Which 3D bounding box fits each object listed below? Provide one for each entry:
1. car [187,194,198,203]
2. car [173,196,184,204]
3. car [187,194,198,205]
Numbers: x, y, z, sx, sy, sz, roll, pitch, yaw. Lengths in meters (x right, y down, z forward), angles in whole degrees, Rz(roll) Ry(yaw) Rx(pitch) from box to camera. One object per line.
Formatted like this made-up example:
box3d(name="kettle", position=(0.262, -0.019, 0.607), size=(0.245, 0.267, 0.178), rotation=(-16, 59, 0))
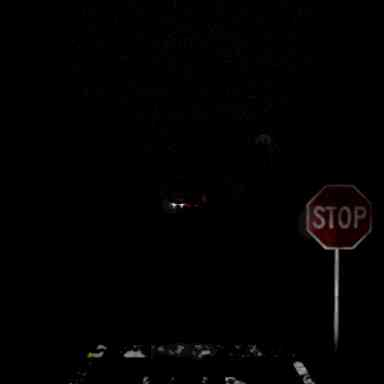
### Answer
box3d(name="car", position=(0.111, 1.312, 71.208), size=(2.097, 1.767, 4.553), rotation=(0, 0, 0))
box3d(name="car", position=(-2.645, 1.548, 65.421), size=(1.812, 1.442, 4.674), rotation=(0, 0, 0))
box3d(name="car", position=(0.098, 1.543, 61.220), size=(1.812, 1.442, 4.674), rotation=(0, 0, 0))
